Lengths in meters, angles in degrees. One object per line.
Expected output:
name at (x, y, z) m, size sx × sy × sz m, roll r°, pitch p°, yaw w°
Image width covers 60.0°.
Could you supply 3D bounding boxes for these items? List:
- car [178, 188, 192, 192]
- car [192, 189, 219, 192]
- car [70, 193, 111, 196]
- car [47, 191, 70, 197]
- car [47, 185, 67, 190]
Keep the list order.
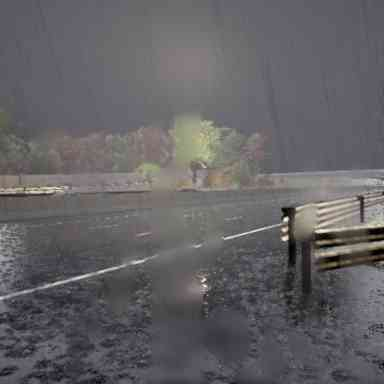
car at (-0.956, 0.273, 47.830) m, size 2.097 × 1.767 × 4.553 m, roll 0°, pitch 1°, yaw 37°
car at (2.655, 0.388, 46.835) m, size 2.128 × 1.511 × 4.902 m, roll 0°, pitch 1°, yaw 37°
car at (-8.678, 0.809, 31.404) m, size 1.812 × 1.442 × 4.674 m, roll 0°, pitch 1°, yaw 36°
car at (-12.538, 0.813, 32.059) m, size 2.128 × 1.511 × 4.902 m, roll 0°, pitch 1°, yaw 36°
car at (-24.111, -0.569, 59.896) m, size 1.812 × 1.442 × 4.674 m, roll -1°, pitch 3°, yaw 16°
